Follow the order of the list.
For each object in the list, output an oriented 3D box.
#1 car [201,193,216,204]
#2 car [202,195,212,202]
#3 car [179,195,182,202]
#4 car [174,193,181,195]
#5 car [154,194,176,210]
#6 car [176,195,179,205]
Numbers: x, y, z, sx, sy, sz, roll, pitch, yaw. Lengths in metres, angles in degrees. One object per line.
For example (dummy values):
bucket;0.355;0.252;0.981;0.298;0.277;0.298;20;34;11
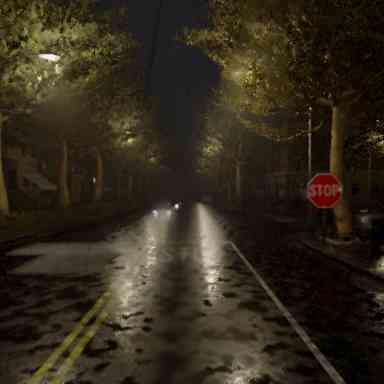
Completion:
car;3.059;1.298;66.708;2.435;2.045;5.566;0;0;0
car;3.641;1.565;81.074;2.231;1.521;4.892;0;0;0
car;-3.515;1.666;62.646;1.895;1.301;4.718;0;0;1
car;-3.494;1.306;77.096;2.150;2.045;5.566;0;0;0
car;-3.588;1.397;42.628;2.097;1.767;4.553;0;0;0
car;-3.577;1.602;52.110;2.033;1.411;5.357;0;0;0
